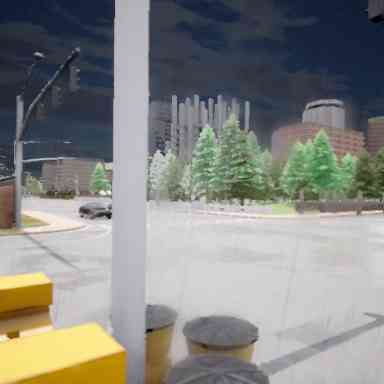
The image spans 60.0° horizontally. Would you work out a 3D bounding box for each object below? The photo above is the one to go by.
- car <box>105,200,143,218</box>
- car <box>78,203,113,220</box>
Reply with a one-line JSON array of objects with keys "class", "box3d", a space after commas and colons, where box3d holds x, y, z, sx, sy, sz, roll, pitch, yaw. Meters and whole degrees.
[{"class": "car", "box3d": [-7.019, 1.672, 33.806, 2.128, 1.511, 4.902, 1, -1, -33]}, {"class": "car", "box3d": [-8.743, 1.681, 30.062, 2.033, 1.411, 5.357, 1, -1, -33]}]
